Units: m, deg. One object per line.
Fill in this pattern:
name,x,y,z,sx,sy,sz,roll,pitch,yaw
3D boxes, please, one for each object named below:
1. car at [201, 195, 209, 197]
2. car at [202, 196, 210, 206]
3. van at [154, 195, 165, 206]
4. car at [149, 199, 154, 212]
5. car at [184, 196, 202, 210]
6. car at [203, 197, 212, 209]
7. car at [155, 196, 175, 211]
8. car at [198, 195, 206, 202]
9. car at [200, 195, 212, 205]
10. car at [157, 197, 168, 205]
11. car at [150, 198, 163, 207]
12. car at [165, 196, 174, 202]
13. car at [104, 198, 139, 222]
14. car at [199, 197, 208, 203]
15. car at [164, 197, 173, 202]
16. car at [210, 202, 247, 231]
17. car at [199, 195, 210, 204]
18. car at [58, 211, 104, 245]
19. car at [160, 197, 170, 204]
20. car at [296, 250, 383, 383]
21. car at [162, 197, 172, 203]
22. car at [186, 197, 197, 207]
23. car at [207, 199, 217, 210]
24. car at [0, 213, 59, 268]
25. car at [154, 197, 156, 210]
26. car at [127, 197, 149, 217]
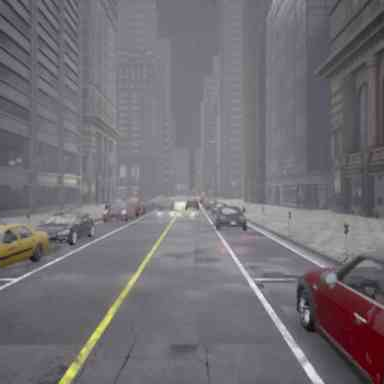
car,2.678,1.605,54.925,1.967,1.590,4.097,0,0,0
car,2.687,1.728,49.289,1.802,1.307,4.206,0,0,0
van,-5.856,1.526,60.545,1.690,1.788,3.998,0,0,0
car,-5.821,1.677,37.998,1.947,1.339,4.313,0,0,0
car,-0.004,1.635,44.560,1.837,1.490,4.892,0,0,-1
car,2.695,1.709,43.652,1.802,1.307,4.206,0,0,0
car,-3.153,1.629,42.005,1.837,1.490,4.892,0,-1,0
car,2.628,1.734,88.741,1.967,1.590,4.097,0,0,0
car,2.660,1.520,66.197,2.192,1.841,5.009,0,0,0
car,-5.863,1.730,66.010,1.752,1.417,4.829,0,0,0
car,-5.846,1.747,54.908,1.802,1.307,4.206,0,0,0
car,-5.897,1.845,88.727,2.008,1.369,4.403,0,0,0
car,-5.805,1.517,26.724,1.967,1.590,4.097,0,0,0
car,2.645,1.814,77.469,1.947,1.339,4.313,0,0,0
car,-5.888,1.837,83.090,1.947,1.339,4.313,0,0,0
car,2.320,1.585,21.077,1.812,1.442,4.674,0,0,0
car,2.652,1.541,71.833,2.192,1.841,5.009,0,0,0
car,-5.788,1.594,15.451,2.008,1.369,4.403,0,0,0
car,-5.871,1.808,71.817,1.802,1.307,4.206,0,0,0
car,2.753,1.451,4.198,1.967,1.590,4.097,0,0,0
car,-5.880,1.815,77.453,1.947,1.339,4.313,0,0,0
car,-0.084,1.677,57.140,1.837,1.490,4.892,0,0,0
car,2.712,1.675,32.379,1.802,1.307,4.206,0,0,0
car,-5.780,1.552,9.645,1.752,1.417,4.829,0,0,0
car,-5.830,1.694,43.634,1.947,1.339,4.313,0,0,0
car,-5.814,1.409,32.362,2.192,1.841,5.009,0,0,0
